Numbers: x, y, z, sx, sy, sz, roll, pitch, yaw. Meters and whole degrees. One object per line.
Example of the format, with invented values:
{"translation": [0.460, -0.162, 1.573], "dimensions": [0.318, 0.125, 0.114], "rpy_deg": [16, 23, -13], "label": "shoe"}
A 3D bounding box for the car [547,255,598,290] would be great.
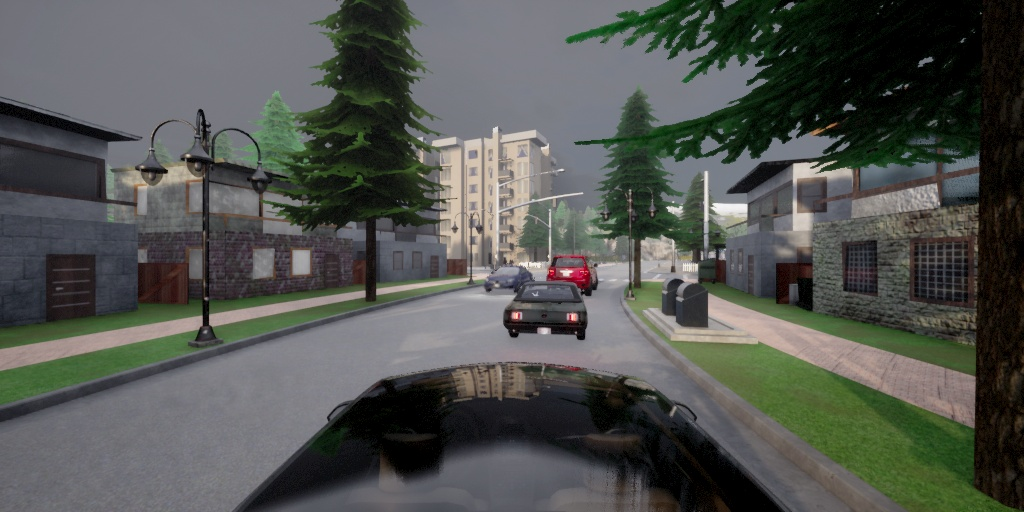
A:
{"translation": [3.379, 0.971, 19.519], "dimensions": [2.150, 2.045, 5.566], "rpy_deg": [0, 0, 18], "label": "car"}

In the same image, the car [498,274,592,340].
{"translation": [1.076, 1.351, 10.025], "dimensions": [1.895, 1.301, 4.718], "rpy_deg": [0, 0, 9], "label": "car"}

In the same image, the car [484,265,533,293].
{"translation": [-0.042, 1.275, 20.746], "dimensions": [1.812, 1.442, 4.674], "rpy_deg": [0, 0, 19], "label": "car"}
